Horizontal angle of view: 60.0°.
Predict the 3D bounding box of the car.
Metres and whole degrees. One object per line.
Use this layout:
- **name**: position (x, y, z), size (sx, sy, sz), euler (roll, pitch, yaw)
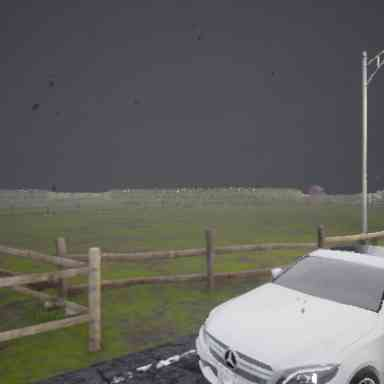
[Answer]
- **car**: position (2.235, 1.527, 4.540), size (4.674, 1.442, 1.812), euler (0, 0, -36)
